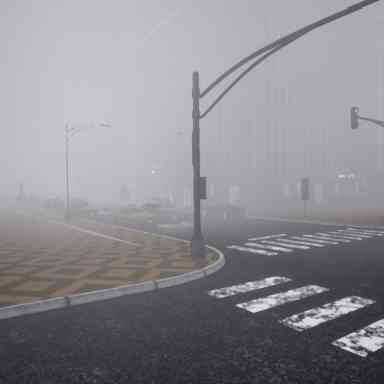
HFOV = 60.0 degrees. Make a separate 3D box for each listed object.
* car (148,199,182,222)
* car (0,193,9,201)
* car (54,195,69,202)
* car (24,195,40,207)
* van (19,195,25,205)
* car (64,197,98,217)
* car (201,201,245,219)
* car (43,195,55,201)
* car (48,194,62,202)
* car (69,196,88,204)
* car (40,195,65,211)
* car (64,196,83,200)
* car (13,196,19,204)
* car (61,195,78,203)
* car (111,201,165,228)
[{"bbox_3d":[-2.623,1.519,25.498,1.812,1.442,4.674,-1,1,-36],"label":"car"},{"bbox_3d":[-46.111,1.449,81.739,1.887,1.381,4.507,-1,1,-36],"label":"car"},{"bbox_3d":[-26.754,1.407,68.268,1.802,1.307,4.206,-1,1,-36],"label":"car"},{"bbox_3d":[-23.444,1.411,50.127,1.967,1.590,4.097,-1,1,-36],"label":"car"},{"bbox_3d":[-26.684,1.303,54.642,1.690,1.788,3.998,-1,1,-36],"label":"van"},{"bbox_3d":[-10.440,1.533,31.893,1.752,1.417,4.829,-1,1,-36],"label":"car"},{"bbox_3d":[2.496,1.455,27.700,2.008,1.369,4.403,-1,1,-36],"label":"car"},{"bbox_3d":[-33.331,1.331,77.437,1.752,1.417,4.829,-1,1,-36],"label":"car"},{"bbox_3d":[-29.994,1.256,72.783,1.967,1.590,4.097,-1,1,-36],"label":"car"},{"bbox_3d":[-20.278,1.389,59.236,1.887,1.381,4.507,-1,1,-36],"label":"car"},{"bbox_3d":[-16.967,1.429,41.095,1.967,1.590,4.097,-1,1,-36],"label":"car"},{"bbox_3d":[-13.565,1.443,40.752,2.128,1.511,4.902,-1,1,-36],"label":"car"},{"bbox_3d":[-33.158,1.494,63.676,2.008,1.369,4.403,-1,1,-36],"label":"car"},{"bbox_3d":[-23.516,1.386,63.752,2.008,1.369,4.403,-1,1,-36],"label":"car"},{"bbox_3d":[-4.019,1.552,22.819,1.752,1.417,4.829,-1,1,-36],"label":"car"}]
